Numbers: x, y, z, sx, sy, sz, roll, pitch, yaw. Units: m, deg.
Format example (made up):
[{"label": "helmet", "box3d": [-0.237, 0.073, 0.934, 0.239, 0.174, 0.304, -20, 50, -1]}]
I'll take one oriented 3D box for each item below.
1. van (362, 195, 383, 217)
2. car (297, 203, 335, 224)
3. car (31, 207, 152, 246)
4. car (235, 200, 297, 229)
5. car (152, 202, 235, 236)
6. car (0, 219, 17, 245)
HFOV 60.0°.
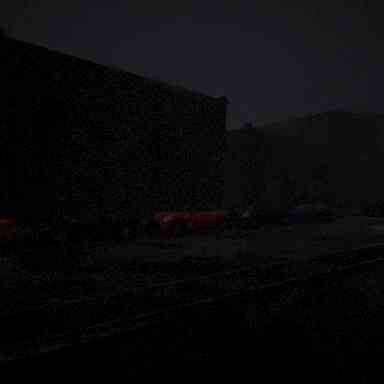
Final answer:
[{"label": "van", "box3d": [17.778, 1.275, 31.356, 4.442, 1.987, 1.878, 0, 0, -36]}, {"label": "car", "box3d": [8.894, 1.525, 24.986, 4.674, 1.452, 2.002, 0, 0, -36]}, {"label": "car", "box3d": [-4.675, 1.462, 15.256, 4.892, 1.521, 2.231, 0, 0, -36]}, {"label": "car", "box3d": [4.327, 1.351, 21.709, 4.553, 1.767, 2.185, 0, 0, -36]}, {"label": "car", "box3d": [-0.164, 1.343, 18.490, 4.553, 1.767, 2.185, 0, 0, -36]}, {"label": "car", "box3d": [-9.166, 1.453, 12.035, 5.008, 1.535, 2.097, 0, 0, -36]}]
